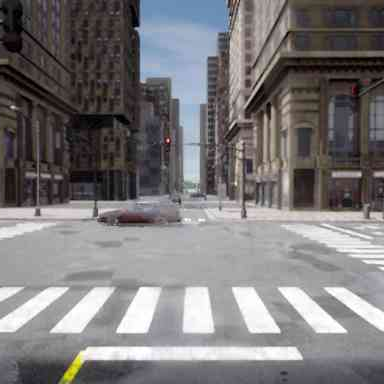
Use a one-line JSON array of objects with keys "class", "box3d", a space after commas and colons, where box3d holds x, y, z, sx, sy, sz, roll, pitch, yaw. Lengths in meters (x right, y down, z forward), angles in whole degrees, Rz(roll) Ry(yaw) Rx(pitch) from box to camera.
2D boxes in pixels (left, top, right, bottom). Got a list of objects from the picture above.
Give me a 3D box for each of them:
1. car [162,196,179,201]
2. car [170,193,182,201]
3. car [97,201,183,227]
[{"class": "car", "box3d": [-3.070, 1.562, 41.641, 2.033, 1.411, 5.357, 0, 0, 0]}, {"class": "car", "box3d": [-2.994, 1.245, 58.836, 2.150, 2.045, 5.566, 0, 0, 1]}, {"class": "car", "box3d": [-3.277, 1.477, 21.518, 5.357, 1.411, 2.033, 0, 1, 0]}]
